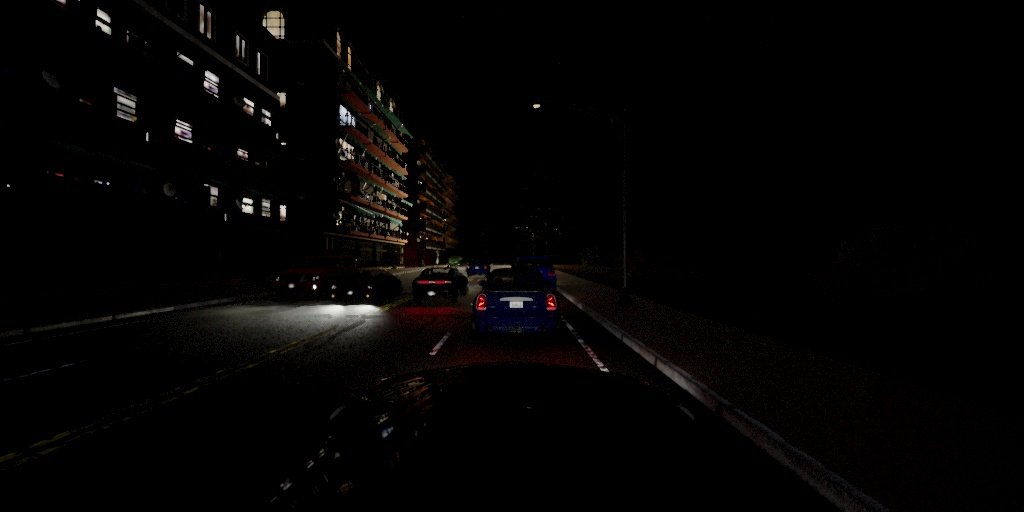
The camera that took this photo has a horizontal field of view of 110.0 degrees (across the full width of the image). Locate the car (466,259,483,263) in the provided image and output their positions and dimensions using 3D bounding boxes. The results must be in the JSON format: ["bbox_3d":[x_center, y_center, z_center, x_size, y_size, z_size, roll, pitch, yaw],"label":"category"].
[{"bbox_3d":[-3.151,1.103,34.315,2.097,1.767,4.553,0,0,0],"label":"car"}]

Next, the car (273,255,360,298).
[{"bbox_3d":[-9.848,0.973,18.768,2.150,2.045,5.566,0,0,0],"label":"car"}]

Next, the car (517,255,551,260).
[{"bbox_3d":[1.137,0.977,19.697,2.150,2.045,5.566,0,0,0],"label":"car"}]

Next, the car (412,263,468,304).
[{"bbox_3d":[-3.151,1.243,16.457,2.128,1.511,4.902,0,0,0],"label":"car"}]

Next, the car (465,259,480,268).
[{"bbox_3d":[-6.575,1.257,59.868,1.837,1.490,4.892,0,0,0],"label":"car"}]

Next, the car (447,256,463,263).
[{"bbox_3d":[-9.810,0.972,62.313,2.150,2.045,5.566,0,0,0],"label":"car"}]

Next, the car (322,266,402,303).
[{"bbox_3d":[-6.600,1.316,16.619,1.994,1.385,4.181,0,0,0],"label":"car"}]

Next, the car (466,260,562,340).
[{"bbox_3d":[0.098,1.103,10.122,2.097,1.767,4.553,0,0,0],"label":"car"}]
